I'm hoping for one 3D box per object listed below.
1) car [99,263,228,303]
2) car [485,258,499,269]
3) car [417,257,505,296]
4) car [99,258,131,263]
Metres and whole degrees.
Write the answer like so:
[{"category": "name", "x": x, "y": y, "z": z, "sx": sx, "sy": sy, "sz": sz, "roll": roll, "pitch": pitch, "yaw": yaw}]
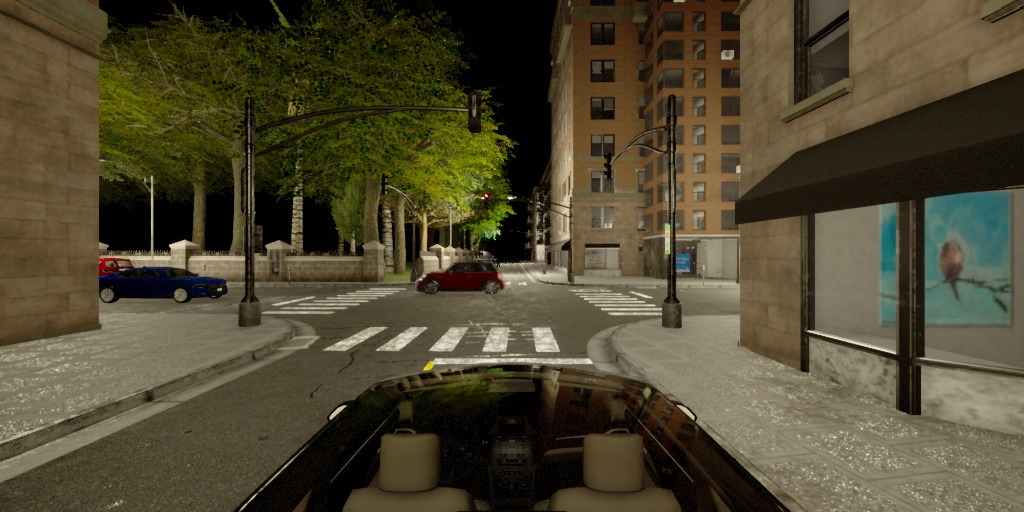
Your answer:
[{"category": "car", "x": -15.473, "y": 1.212, "z": 15.908, "sx": 5.008, "sy": 1.535, "sz": 1.882, "roll": 0, "pitch": 0, "yaw": 0}, {"category": "car", "x": -3.014, "y": 1.164, "z": 55.865, "sx": 1.882, "sy": 1.535, "sz": 5.008, "roll": 0, "pitch": 0, "yaw": 0}, {"category": "car", "x": -2.634, "y": 1.099, "z": 18.939, "sx": 4.553, "sy": 1.767, "sz": 2.097, "roll": 0, "pitch": 0, "yaw": 1}, {"category": "car", "x": -25.925, "y": 1.035, "z": 21.825, "sx": 5.009, "sy": 1.841, "sz": 2.192, "roll": 0, "pitch": 0, "yaw": 1}]
